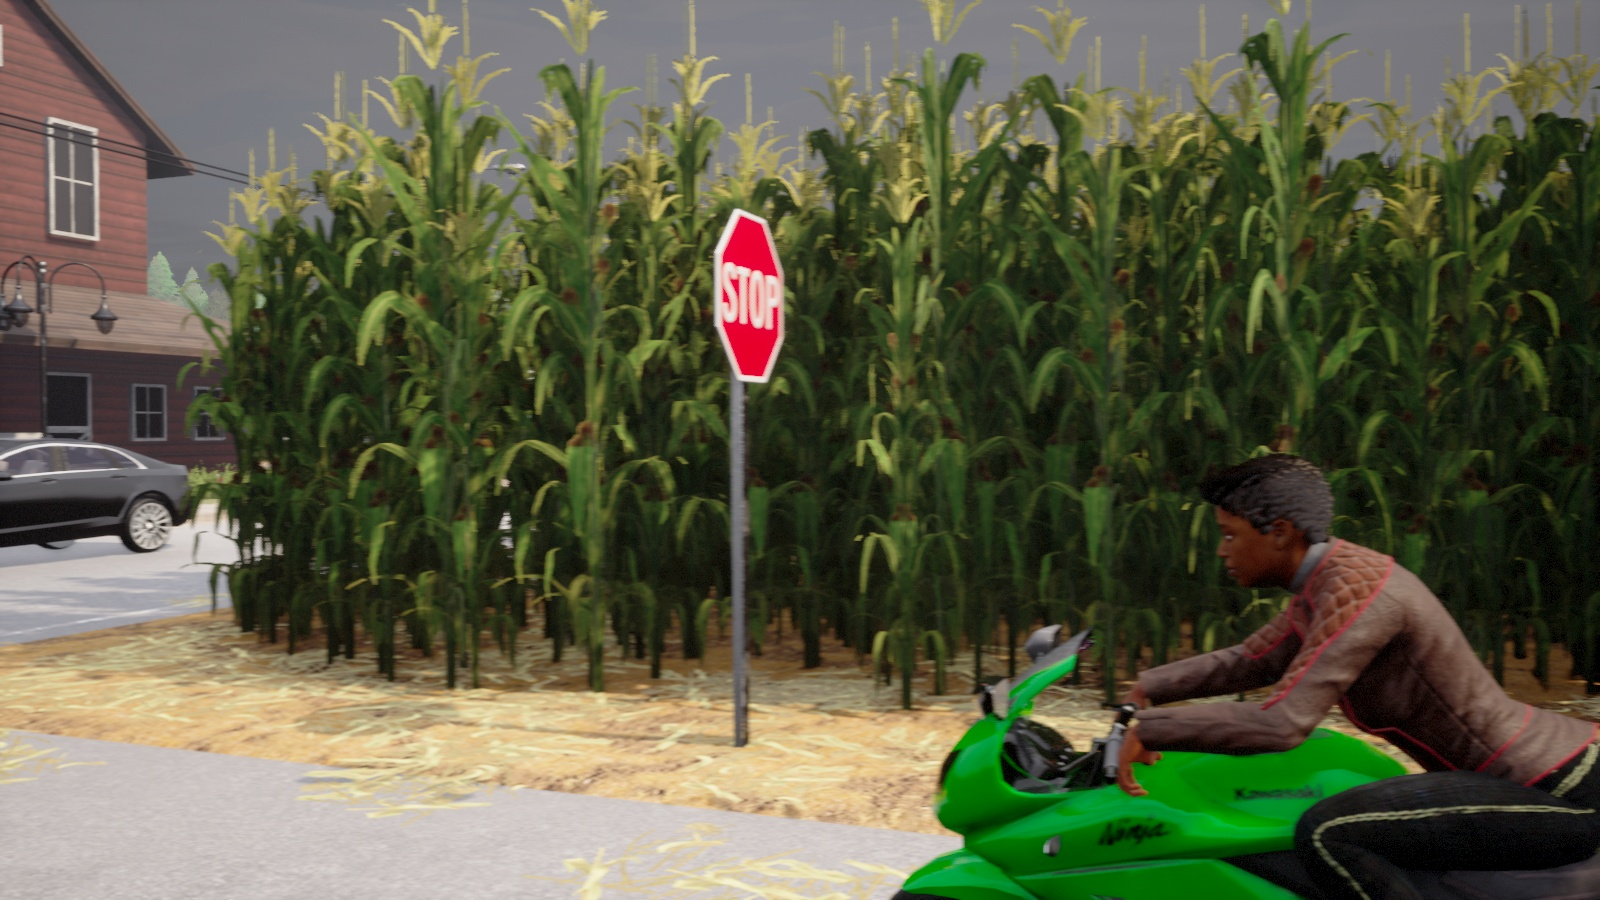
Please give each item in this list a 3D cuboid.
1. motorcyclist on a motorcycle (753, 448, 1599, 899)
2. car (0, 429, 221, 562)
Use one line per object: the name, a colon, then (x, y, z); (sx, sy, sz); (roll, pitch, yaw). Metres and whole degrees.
motorcyclist on a motorcycle: (1.004, 0.772, 2.478); (2.044, 1.523, 0.797); (1, 1, 21)
car: (-9.797, 0.498, 15.292); (2.128, 1.511, 4.902); (1, 1, 20)
